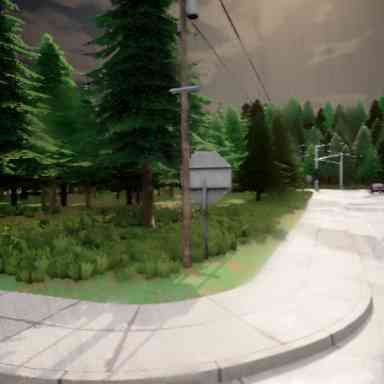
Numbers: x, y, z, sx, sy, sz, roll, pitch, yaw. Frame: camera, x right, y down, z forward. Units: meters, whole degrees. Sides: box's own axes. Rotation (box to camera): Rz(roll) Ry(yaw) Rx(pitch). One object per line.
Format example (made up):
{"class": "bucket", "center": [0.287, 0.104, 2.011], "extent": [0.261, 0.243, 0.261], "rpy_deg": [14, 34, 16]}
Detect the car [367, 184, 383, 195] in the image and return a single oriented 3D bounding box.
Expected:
{"class": "car", "center": [26.193, -0.434, 47.334], "extent": [1.837, 1.490, 4.892], "rpy_deg": [0, 2, 20]}
